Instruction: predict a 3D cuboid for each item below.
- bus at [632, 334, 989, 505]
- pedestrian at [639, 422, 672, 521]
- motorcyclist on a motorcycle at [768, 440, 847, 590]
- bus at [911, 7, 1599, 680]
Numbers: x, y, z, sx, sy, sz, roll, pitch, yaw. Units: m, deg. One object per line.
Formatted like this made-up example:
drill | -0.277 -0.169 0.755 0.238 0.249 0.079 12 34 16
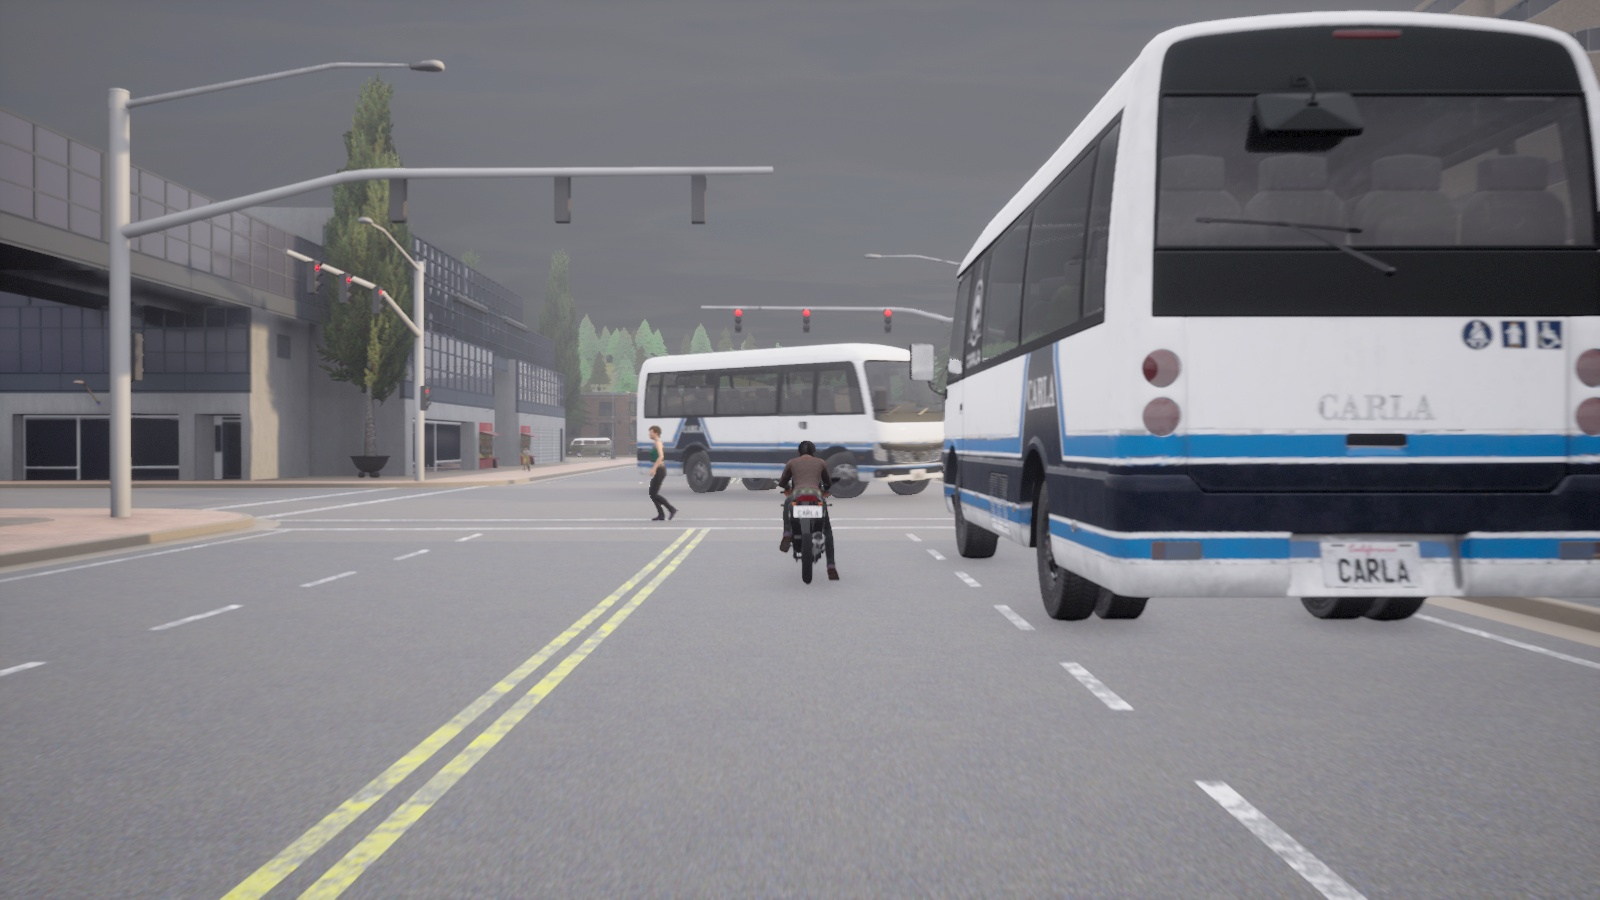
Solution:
bus | 0.018 -0.834 36.207 10.273 4.253 3.944 0 2 43
pedestrian | -2.706 0.392 23.440 0.594 1.836 0.345 0 0 -9
motorcyclist on a motorcycle | 0.073 0.651 13.754 0.797 1.523 2.044 0 0 0
bus | 3.575 -0.701 13.082 3.944 4.253 10.273 0 0 0
